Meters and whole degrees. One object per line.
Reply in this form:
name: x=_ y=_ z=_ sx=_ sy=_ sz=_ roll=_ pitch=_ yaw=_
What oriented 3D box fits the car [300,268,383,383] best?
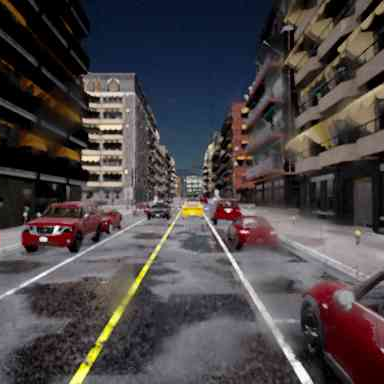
car: x=2.548 y=1.456 z=3.309 sx=1.967 sy=1.590 sz=4.097 roll=1 pitch=0 yaw=0

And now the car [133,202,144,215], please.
car: x=-5.353 y=1.785 z=36.539 sx=1.802 sy=1.307 sz=4.206 roll=1 pitch=0 yaw=0

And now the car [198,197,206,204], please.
car: x=2.462 y=2.019 z=80.405 sx=1.752 sy=1.417 sz=4.829 roll=1 pitch=0 yaw=0

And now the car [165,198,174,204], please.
car: x=-5.419 y=2.058 z=80.179 sx=1.947 sy=1.339 sz=4.313 roll=1 pitch=0 yaw=0

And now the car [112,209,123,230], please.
car: x=-5.327 y=1.645 z=19.945 sx=1.887 sy=1.381 sz=4.507 roll=1 pitch=0 yaw=0

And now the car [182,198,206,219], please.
car: x=0.057 y=1.643 z=30.778 sx=1.882 sy=1.535 sz=5.008 roll=0 pitch=0 yaw=0

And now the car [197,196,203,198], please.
car: x=0.075 y=1.600 z=43.432 sx=2.097 sy=1.767 sz=4.553 roll=0 pitch=0 yaw=1

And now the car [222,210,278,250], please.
car: x=2.528 y=1.652 z=14.371 sx=1.802 sy=1.307 sz=4.206 roll=1 pitch=0 yaw=0

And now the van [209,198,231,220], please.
van: x=2.507 y=1.508 z=30.966 sx=1.690 sy=1.788 sz=3.998 roll=1 pitch=0 yaw=0

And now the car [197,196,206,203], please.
car: x=2.456 y=1.848 z=85.802 sx=2.192 sy=1.841 sz=5.009 roll=1 pitch=0 yaw=0

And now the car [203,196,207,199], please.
car: x=2.474 y=1.770 z=74.677 sx=2.192 sy=1.841 sz=5.009 roll=1 pitch=0 yaw=0

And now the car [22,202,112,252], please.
car: x=-5.312 y=1.386 z=14.415 sx=2.192 sy=1.841 sz=5.009 roll=1 pitch=0 yaw=0

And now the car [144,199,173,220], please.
car: x=-2.793 y=1.647 z=29.639 sx=1.882 sy=1.535 sz=5.008 roll=0 pitch=-1 yaw=0

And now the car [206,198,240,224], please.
car: x=2.516 y=1.448 z=25.435 sx=2.192 sy=1.841 sz=5.009 roll=1 pitch=0 yaw=0
